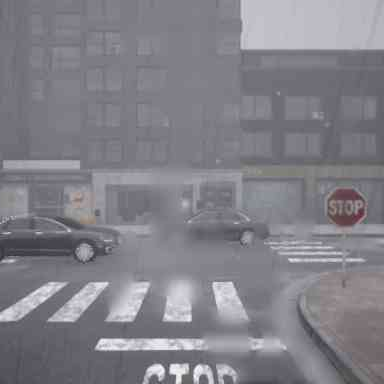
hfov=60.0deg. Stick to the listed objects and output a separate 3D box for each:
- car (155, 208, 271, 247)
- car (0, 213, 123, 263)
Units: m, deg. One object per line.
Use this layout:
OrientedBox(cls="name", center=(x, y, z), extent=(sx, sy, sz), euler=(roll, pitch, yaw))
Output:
OrientedBox(cls="car", center=(0.873, 1.475, 14.273), extent=(4.892, 1.490, 1.837), euler=(0, 0, 0))
OrientedBox(cls="car", center=(-4.848, 1.502, 11.308), extent=(4.892, 1.490, 1.837), euler=(-1, 0, 0))
